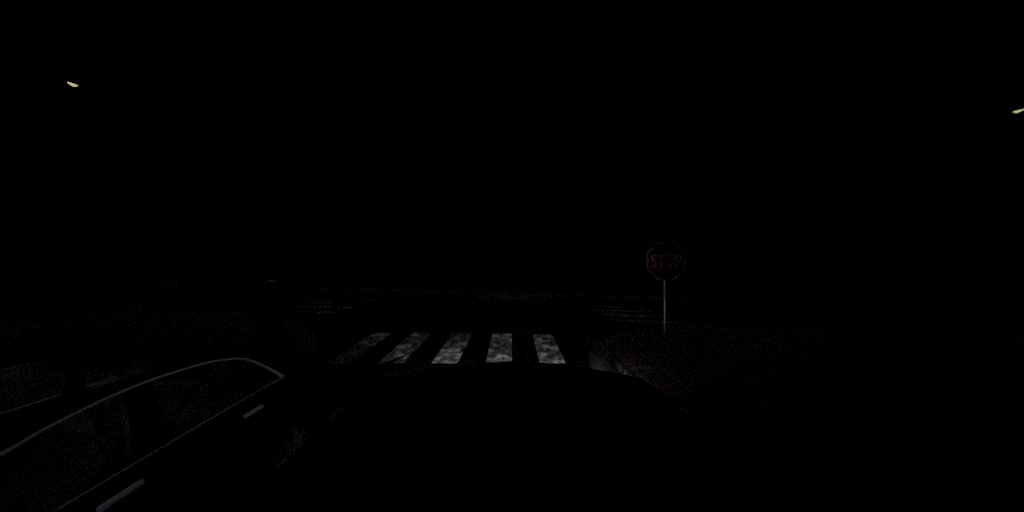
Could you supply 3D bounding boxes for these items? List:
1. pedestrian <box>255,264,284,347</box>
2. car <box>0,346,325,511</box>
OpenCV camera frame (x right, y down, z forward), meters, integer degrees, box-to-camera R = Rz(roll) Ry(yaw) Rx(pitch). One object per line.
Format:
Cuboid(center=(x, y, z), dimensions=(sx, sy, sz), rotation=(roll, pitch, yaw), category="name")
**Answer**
Cuboid(center=(-4.177, 1.043, 6.090), dimensions=(0.375, 1.860, 0.375), rotation=(1, -1, 0), category="pedestrian")
Cuboid(center=(-2.637, 1.300, 1.741), dimensions=(2.007, 1.370, 4.403), rotation=(0, 0, 0), category="car")
